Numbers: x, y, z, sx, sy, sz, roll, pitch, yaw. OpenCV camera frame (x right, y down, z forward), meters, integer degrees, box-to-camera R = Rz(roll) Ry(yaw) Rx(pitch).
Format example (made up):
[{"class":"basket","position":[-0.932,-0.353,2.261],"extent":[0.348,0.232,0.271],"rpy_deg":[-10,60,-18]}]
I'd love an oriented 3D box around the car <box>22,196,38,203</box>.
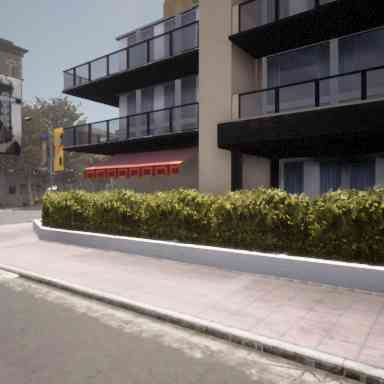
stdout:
[{"class":"car","position":[-34.570,1.481,68.227],"extent":[4.892,1.521,2.231],"rpy_deg":[0,0,37]}]
